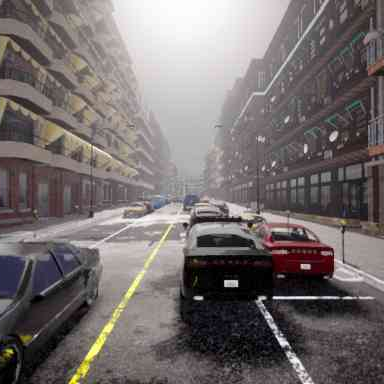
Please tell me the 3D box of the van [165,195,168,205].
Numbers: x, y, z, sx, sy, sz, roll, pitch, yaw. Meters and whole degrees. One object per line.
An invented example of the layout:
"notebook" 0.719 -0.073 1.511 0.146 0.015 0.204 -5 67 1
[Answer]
"van" -5.380 1.449 54.042 1.690 1.788 3.998 1 0 0

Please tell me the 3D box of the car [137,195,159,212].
"car" -5.351 1.375 37.452 2.192 1.841 5.009 2 0 0

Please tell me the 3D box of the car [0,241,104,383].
"car" -2.855 1.551 5.186 2.033 1.411 5.357 0 0 0

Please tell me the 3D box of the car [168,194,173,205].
"car" -5.398 1.464 65.103 2.192 1.841 5.009 1 0 0

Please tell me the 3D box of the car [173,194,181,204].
"car" -2.863 1.665 68.330 1.837 1.490 4.892 0 0 0

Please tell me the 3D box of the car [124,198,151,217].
"car" -5.347 1.572 31.750 1.752 1.417 4.829 2 0 0

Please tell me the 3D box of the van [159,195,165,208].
"van" -5.370 1.430 48.510 1.690 1.788 3.998 2 0 0

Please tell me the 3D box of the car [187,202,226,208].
"car" 0.795 1.526 18.414 1.837 1.490 4.892 0 0 0

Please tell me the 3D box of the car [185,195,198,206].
"car" -0.098 1.480 59.928 2.097 1.767 4.553 0 0 0

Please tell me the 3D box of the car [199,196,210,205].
"car" 2.487 1.588 65.055 1.967 1.590 4.097 1 0 0

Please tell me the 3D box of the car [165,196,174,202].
"car" -5.432 1.785 81.694 1.947 1.339 4.313 1 0 0

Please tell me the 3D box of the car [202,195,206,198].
"car" 2.495 1.652 53.993 1.887 1.381 4.507 1 0 0

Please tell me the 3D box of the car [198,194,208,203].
"car" 2.429 1.509 76.117 2.192 1.841 5.009 1 0 0

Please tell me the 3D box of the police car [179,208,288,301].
"police car" 0.700 1.432 8.521 1.930 1.638 5.238 0 0 0

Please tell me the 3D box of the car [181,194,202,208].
"car" -0.071 1.301 45.237 2.150 2.045 5.566 0 0 0

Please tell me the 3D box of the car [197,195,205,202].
"car" 2.407 1.687 87.180 1.967 1.590 4.097 1 0 0

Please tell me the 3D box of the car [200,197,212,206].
"car" 2.486 1.672 59.523 1.887 1.381 4.507 1 0 0

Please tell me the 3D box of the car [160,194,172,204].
"car" -5.407 1.486 70.633 2.192 1.841 5.009 1 0 0

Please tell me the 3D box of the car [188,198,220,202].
"car" 0.785 1.487 24.607 1.801 1.575 5.366 0 0 0

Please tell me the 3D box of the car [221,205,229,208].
"car" 2.560 1.541 15.449 1.752 1.417 4.829 1 0 0

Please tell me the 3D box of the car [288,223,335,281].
"car" 2.569 1.553 9.747 1.887 1.381 4.507 1 0 0
